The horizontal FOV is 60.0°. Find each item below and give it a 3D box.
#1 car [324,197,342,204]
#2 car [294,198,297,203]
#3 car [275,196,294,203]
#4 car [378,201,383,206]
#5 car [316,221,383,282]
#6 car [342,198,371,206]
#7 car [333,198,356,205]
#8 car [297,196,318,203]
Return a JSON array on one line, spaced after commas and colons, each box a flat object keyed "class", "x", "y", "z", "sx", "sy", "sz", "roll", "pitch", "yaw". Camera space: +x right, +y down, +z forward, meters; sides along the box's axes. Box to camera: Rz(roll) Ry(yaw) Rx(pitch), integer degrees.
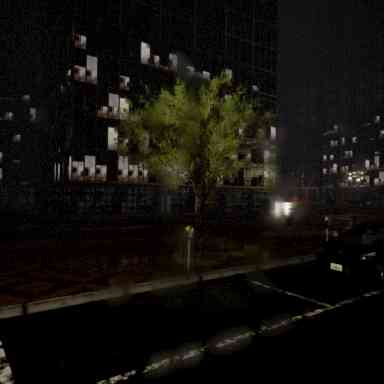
[{"class": "car", "x": 27.708, "y": 1.692, "z": 64.537, "sx": 1.967, "sy": 1.590, "sz": 4.097, "roll": 1, "pitch": -1, "yaw": -20}, {"class": "car", "x": 27.392, "y": 2.127, "z": 88.274, "sx": 1.802, "sy": 1.307, "sz": 4.206, "roll": 1, "pitch": -1, "yaw": -20}, {"class": "car", "x": 21.931, "y": 1.798, "z": 80.287, "sx": 1.967, "sy": 1.590, "sz": 4.097, "roll": 1, "pitch": -1, "yaw": -20}, {"class": "car", "x": 36.965, "y": 1.893, "z": 62.172, "sx": 1.752, "sy": 1.417, "sz": 4.829, "roll": 1, "pitch": -1, "yaw": -20}, {"class": "car", "x": 5.555, "y": 1.574, "z": 9.817, "sx": 4.313, "sy": 1.339, "sz": 1.947, "roll": 0, "pitch": 1, "yaw": -34}, {"class": "car", "x": 29.631, "y": 1.767, "z": 59.286, "sx": 2.008, "sy": 1.369, "sz": 4.403, "roll": 1, "pitch": -1, "yaw": -20}, {"class": "car", "x": 33.171, "y": 1.989, "z": 72.517, "sx": 2.008, "sy": 1.369, "sz": 4.403, "roll": 1, "pitch": -1, "yaw": -20}, {"class": "car", "x": 29.322, "y": 1.824, "z": 83.025, "sx": 2.192, "sy": 1.841, "sz": 5.009, "roll": 1, "pitch": -1, "yaw": -20}]
